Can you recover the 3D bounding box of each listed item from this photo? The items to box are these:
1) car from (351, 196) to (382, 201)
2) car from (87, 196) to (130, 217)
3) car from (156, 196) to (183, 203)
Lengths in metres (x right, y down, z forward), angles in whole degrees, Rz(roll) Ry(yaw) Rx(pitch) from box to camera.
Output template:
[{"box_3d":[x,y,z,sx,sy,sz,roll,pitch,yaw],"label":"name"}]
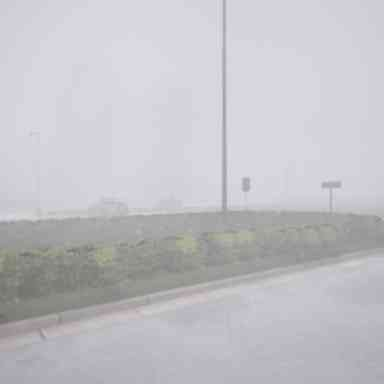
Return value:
[{"box_3d":[29.176,1.450,56.091,2.033,1.411,5.357,0,0,-35],"label":"car"},{"box_3d":[-6.738,1.292,26.661,1.932,1.855,4.605,0,0,-36],"label":"car"},{"box_3d":[-3.150,1.437,45.615,2.242,1.667,4.611,0,0,-36],"label":"car"}]
